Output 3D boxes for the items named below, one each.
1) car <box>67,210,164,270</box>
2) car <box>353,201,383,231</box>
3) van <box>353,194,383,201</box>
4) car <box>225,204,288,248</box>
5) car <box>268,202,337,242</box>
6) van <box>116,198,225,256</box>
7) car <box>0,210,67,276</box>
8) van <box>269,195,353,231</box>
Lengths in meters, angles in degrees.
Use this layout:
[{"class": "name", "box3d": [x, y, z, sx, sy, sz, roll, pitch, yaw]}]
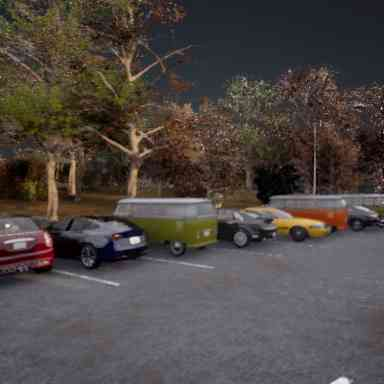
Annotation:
[{"class": "car", "box3d": [-3.580, 1.495, 11.044, 4.792, 1.488, 2.163, -1, 0, 35]}, {"class": "car", "box3d": [8.439, 1.427, 19.557, 4.674, 1.452, 2.002, -1, 0, 35]}, {"class": "van", "box3d": [10.935, 1.149, 21.210, 4.442, 1.987, 1.878, -1, -1, 35]}, {"class": "car", "box3d": [1.247, 1.430, 14.435, 4.892, 1.521, 2.231, -1, 0, 35]}, {"class": "car", "box3d": [3.795, 1.409, 16.045, 5.366, 1.575, 1.946, -1, -1, 35]}, {"class": "van", "box3d": [-1.258, 1.223, 12.796, 4.442, 1.987, 1.878, -1, 0, 35]}, {"class": "car", "box3d": [-5.932, 1.357, 9.306, 4.553, 1.767, 2.185, -1, 0, 35]}, {"class": "van", "box3d": [5.940, 1.177, 17.921, 4.442, 1.987, 1.878, -1, 0, 35]}]
